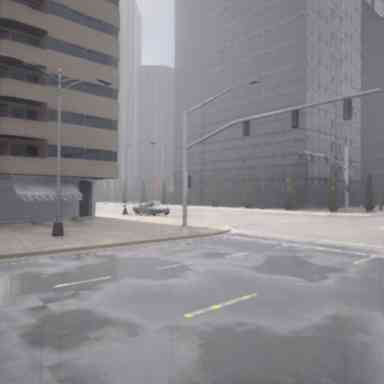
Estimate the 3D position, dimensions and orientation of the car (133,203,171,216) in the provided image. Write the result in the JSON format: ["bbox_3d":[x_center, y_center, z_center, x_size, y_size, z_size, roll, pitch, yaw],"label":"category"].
[{"bbox_3d":[-4.324,1.825,35.608,1.895,1.301,4.718,1,0,-42],"label":"car"}]
